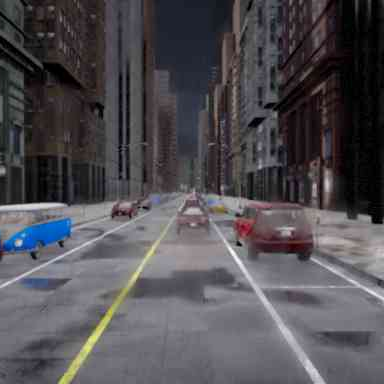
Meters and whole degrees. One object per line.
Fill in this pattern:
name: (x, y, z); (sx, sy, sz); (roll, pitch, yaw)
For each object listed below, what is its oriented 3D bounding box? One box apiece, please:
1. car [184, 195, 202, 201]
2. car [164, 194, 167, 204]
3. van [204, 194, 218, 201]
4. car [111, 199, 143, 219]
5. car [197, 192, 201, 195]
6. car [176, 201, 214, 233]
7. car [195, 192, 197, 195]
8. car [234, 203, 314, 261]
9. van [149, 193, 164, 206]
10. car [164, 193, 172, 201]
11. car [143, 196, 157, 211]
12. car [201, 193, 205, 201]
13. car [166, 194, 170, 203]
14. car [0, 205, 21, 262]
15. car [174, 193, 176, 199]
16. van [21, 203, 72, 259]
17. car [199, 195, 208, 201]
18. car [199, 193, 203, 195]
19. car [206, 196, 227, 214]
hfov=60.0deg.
car: (0.057, 1.440, 43.311); (1.837, 1.490, 4.892); (0, 0, 0)
car: (-5.822, 1.491, 57.182); (1.947, 1.339, 4.313); (0, 0, 0)
van: (2.719, 1.278, 40.292); (1.690, 1.788, 3.998); (0, 0, 0)
car: (-5.793, 1.502, 28.998); (1.887, 1.381, 4.507); (0, 0, 0)
car: (2.684, 1.339, 74.110); (1.967, 1.590, 4.097); (0, 0, 0)
car: (0.077, 1.492, 19.319); (1.812, 1.442, 4.674); (0, 0, 0)
car: (2.672, 1.202, 85.383); (2.192, 1.841, 5.009); (0, 0, 0)
car: (2.749, 1.291, 12.111); (2.192, 1.841, 5.009); (0, 0, 0)
van: (-5.818, 1.272, 51.544); (1.690, 1.788, 3.998); (0, 0, 0)
car: (-5.835, 1.227, 68.454); (2.192, 1.841, 5.009); (0, 0, 0)
car: (-5.805, 1.510, 40.271); (1.947, 1.339, 4.313); (0, 0, 0)
car: (2.708, 1.364, 51.565); (1.967, 1.590, 4.097); (0, 0, 0)
car: (-5.828, 1.485, 62.818); (1.947, 1.339, 4.313); (0, 0, 0)
car: (-5.770, 1.307, 6.451); (2.192, 1.841, 5.009); (0, 0, 0)
car: (-5.853, 1.334, 85.365); (1.967, 1.590, 4.097); (0, 0, 0)
van: (-5.776, 1.324, 12.087); (1.690, 1.788, 3.998); (0, 0, 0)
car: (2.679, 1.459, 79.747); (1.947, 1.339, 4.313); (0, 0, 0)
car: (2.696, 1.462, 62.838); (2.008, 1.369, 4.403); (0, 0, 0)
car: (2.726, 1.468, 34.827); (1.752, 1.417, 4.829); (0, 0, 0)
